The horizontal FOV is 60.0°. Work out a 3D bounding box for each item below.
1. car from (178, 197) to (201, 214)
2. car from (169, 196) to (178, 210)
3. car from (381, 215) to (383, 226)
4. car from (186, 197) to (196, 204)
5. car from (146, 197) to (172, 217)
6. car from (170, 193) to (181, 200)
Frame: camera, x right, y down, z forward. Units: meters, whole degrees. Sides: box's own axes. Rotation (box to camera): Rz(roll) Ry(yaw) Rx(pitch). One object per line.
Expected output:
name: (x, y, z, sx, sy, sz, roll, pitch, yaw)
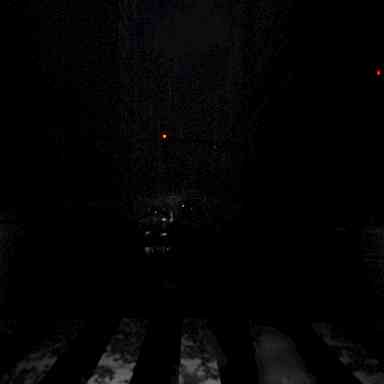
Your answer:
car: (-0.045, 1.502, 35.426, 2.128, 1.511, 4.902, 0, 0, 0)
car: (-3.263, 1.614, 43.444, 1.895, 1.301, 4.718, 0, 0, 0)
car: (13.937, 1.543, 19.745, 5.008, 1.535, 1.882, 0, 1, 0)
car: (-0.211, 1.622, 63.480, 1.895, 1.301, 4.718, 0, 0, 0)
car: (-3.219, 1.535, 31.743, 1.812, 1.442, 4.674, 0, 0, -1)
car: (-3.242, 1.246, 64.434, 2.150, 2.045, 5.566, 0, 0, 0)
